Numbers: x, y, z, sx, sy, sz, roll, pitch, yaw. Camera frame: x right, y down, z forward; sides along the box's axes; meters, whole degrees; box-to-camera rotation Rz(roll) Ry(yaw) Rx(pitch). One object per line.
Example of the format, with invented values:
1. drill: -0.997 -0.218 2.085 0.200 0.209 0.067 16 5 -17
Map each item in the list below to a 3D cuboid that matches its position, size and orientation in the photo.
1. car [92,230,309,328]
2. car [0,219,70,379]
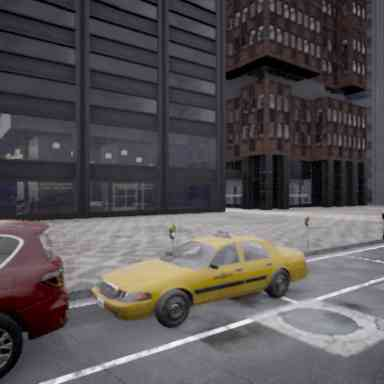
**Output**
1. car: 0.438 1.529 6.965 4.829 1.417 1.752 0 0 -36
2. car: -4.015 1.314 3.788 5.009 1.841 2.192 0 0 -36
